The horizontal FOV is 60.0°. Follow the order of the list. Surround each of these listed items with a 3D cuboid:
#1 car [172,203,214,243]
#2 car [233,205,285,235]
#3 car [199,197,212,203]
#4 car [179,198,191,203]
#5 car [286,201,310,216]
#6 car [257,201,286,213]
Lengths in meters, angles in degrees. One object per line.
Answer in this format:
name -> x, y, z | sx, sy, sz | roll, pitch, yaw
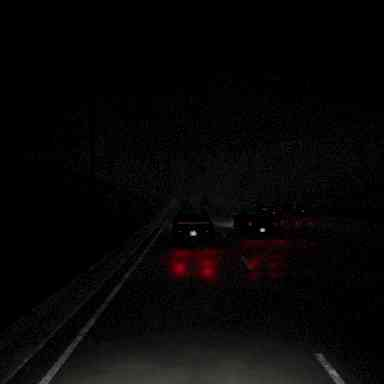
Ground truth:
car -> 0.029, 1.524, 16.329 | 2.128, 1.511, 4.902 | 0, 0, -1
car -> 3.521, 1.633, 18.975 | 1.895, 1.301, 4.718 | 0, 0, -1
car -> 2.279, 1.611, 56.065 | 1.837, 1.490, 4.892 | 0, 0, -2
car -> -1.093, 1.649, 51.964 | 2.033, 1.411, 5.357 | 0, 0, -2
car -> 10.130, 1.575, 32.873 | 1.812, 1.442, 4.674 | 0, 0, -2
car -> 6.716, 1.575, 30.159 | 1.812, 1.442, 4.674 | 0, 0, -2
